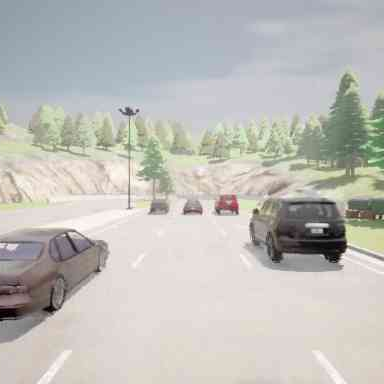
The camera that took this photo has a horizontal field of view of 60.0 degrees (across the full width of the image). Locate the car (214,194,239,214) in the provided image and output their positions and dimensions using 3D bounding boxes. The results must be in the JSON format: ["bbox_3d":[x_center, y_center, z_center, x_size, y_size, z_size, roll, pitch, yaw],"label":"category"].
[{"bbox_3d":[3.601,1.222,35.125,2.150,2.045,5.566,0,0,0],"label":"car"}]

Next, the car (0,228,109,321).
[{"bbox_3d":[-3.399,1.547,7.596,2.033,1.411,5.357,0,0,0],"label":"car"}]

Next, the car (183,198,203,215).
[{"bbox_3d":[0.097,1.564,34.457,1.994,1.385,4.181,0,0,0],"label":"car"}]

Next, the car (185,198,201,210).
[{"bbox_3d":[0.138,1.547,43.719,2.033,1.411,5.357,0,0,1],"label":"car"}]

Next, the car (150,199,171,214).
[{"bbox_3d":[-3.399,1.502,35.683,1.837,1.490,4.892,0,-1,0],"label":"car"}]

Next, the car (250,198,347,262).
[{"bbox_3d":[3.600,1.221,12.242,2.150,2.045,5.566,0,0,0],"label":"car"}]
